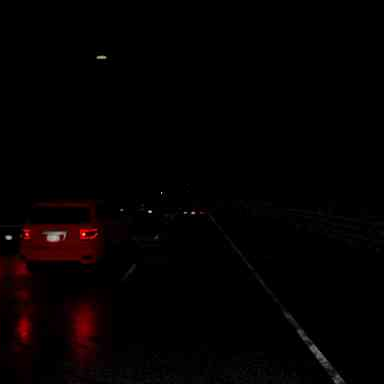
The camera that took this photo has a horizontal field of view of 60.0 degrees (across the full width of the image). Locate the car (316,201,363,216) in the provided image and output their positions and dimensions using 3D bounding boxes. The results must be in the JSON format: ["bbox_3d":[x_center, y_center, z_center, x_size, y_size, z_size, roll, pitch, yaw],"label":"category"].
[{"bbox_3d":[15.186,1.677,34.541,2.033,1.411,5.357,0,0,-16],"label":"car"}]

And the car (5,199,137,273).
[{"bbox_3d":[-3.403,1.226,10.854,2.150,2.045,5.566,0,0,0],"label":"car"}]

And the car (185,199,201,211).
[{"bbox_3d":[0.087,1.588,42.984,1.994,1.385,4.181,0,0,0],"label":"car"}]

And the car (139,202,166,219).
[{"bbox_3d":[-3.410,1.579,29.140,1.994,1.385,4.181,0,0,0],"label":"car"}]

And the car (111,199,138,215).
[{"bbox_3d":[-6.910,1.523,34.697,1.837,1.490,4.892,0,0,0],"label":"car"}]

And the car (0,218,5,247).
[{"bbox_3d":[-6.897,1.490,15.012,2.128,1.511,4.902,1,0,0],"label":"car"}]

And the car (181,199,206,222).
[{"bbox_3d":[0.094,1.560,26.389,2.033,1.411,5.357,0,0,0],"label":"car"}]
